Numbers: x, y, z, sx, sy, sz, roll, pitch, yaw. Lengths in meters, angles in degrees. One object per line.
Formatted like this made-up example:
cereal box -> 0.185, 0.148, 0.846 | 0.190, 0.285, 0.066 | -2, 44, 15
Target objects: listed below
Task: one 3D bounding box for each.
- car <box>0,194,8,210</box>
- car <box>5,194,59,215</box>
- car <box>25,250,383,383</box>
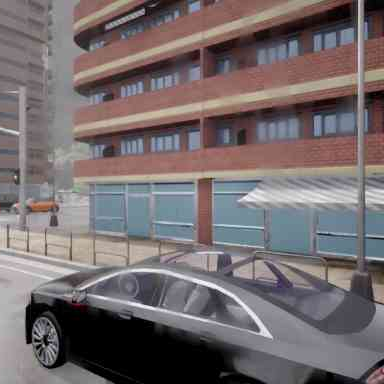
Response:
car -> -20.151, 1.221, 34.999 | 2.150, 2.045, 5.566 | 0, 0, 35
car -> -16.226, 1.352, 34.442 | 2.097, 1.767, 4.553 | 0, 0, 36
car -> -0.140, 1.491, 4.088 | 4.902, 1.511, 2.128 | 0, 0, 35
